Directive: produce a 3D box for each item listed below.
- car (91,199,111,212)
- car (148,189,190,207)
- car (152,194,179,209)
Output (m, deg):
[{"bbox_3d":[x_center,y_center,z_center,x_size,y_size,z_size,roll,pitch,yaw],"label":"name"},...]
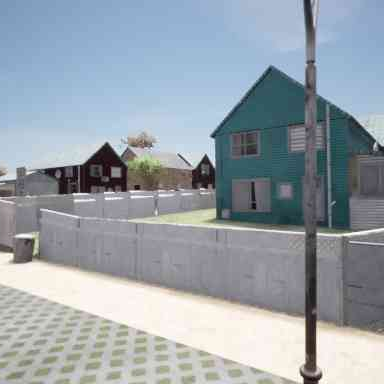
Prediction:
[{"bbox_3d":[-8.307,1.016,27.555,1.837,1.490,4.892,-1,0,35],"label":"car"},{"bbox_3d":[-2.431,0.588,35.893,2.097,1.767,4.553,-1,1,35],"label":"car"},{"bbox_3d":[-3.580,0.942,29.142,1.895,1.301,4.718,-1,1,35],"label":"car"}]
